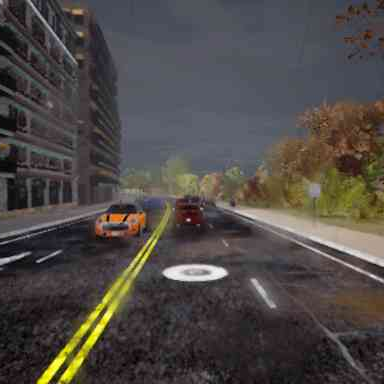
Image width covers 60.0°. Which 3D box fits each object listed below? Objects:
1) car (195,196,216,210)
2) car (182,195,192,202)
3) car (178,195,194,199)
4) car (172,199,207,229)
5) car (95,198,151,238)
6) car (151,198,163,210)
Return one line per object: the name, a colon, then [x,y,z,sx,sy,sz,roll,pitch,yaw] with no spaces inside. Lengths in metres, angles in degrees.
car: [1.957,1.473,42.786,2.128,1.511,4.902,0,0,-3]
car: [-1.176,1.450,77.334,1.837,1.490,4.892,0,0,-7]
car: [-1.144,1.464,40.281,1.882,1.535,5.008,0,0,-3]
car: [-0.288,1.473,21.643,1.882,1.535,5.008,0,0,-2]
car: [-3.619,1.352,17.643,2.097,1.767,4.553,0,0,-2]
car: [-4.643,1.466,42.304,1.882,1.535,5.008,0,0,-3]
